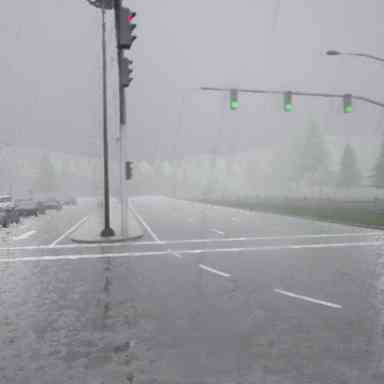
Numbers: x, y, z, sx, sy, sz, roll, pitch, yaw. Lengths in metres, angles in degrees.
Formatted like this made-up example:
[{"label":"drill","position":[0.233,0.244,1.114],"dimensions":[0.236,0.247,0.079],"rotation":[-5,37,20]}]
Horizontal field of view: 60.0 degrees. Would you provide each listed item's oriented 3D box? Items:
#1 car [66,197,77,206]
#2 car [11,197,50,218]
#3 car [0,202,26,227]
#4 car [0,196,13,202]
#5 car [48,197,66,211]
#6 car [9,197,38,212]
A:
[{"label":"car","position":[-20.573,1.592,55.996],"dimensions":[1.837,1.490,4.892],"rotation":[-1,0,-11]},{"label":"car","position":[-15.389,1.587,31.915],"dimensions":[1.882,1.535,5.008],"rotation":[-1,0,-12]},{"label":"car","position":[-13.496,1.682,23.216],"dimensions":[1.994,1.385,4.181],"rotation":[-1,0,-12]},{"label":"car","position":[-19.090,1.393,32.455],"dimensions":[2.150,2.045,5.566],"rotation":[-1,0,-13]},{"label":"car","position":[-17.565,1.664,41.821],"dimensions":[1.994,1.385,4.181],"rotation":[-1,0,-12]},{"label":"car","position":[-21.191,1.515,42.019],"dimensions":[2.097,1.767,4.553],"rotation":[-1,0,-12]}]
